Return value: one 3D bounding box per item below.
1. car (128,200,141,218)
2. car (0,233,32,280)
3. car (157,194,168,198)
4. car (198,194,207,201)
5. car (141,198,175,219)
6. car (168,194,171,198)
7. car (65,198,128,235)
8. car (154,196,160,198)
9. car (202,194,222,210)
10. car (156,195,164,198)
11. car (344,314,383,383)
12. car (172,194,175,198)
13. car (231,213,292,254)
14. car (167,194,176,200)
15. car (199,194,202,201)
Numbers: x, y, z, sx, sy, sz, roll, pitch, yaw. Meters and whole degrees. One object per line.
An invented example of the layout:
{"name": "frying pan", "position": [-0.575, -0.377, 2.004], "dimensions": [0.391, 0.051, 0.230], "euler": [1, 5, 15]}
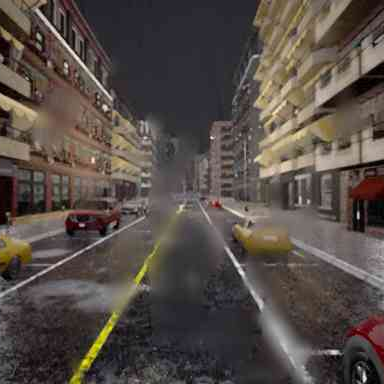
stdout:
{"name": "car", "position": [-5.307, 1.488, 29.661], "dimensions": [2.008, 1.369, 4.403], "euler": [1, 0, 0]}
{"name": "car", "position": [-5.306, 1.510, 7.295], "dimensions": [1.752, 1.417, 4.829], "euler": [1, 0, 0]}
{"name": "car", "position": [-5.307, 1.439, 51.857], "dimensions": [2.008, 1.369, 4.403], "euler": [1, 0, 0]}
{"name": "car", "position": [2.575, 1.265, 79.624], "dimensions": [1.967, 1.590, 4.097], "euler": [1, 0, 0]}
{"name": "car", "position": [-2.750, 1.488, 28.357], "dimensions": [2.033, 1.411, 5.357], "euler": [0, 0, 0]}
{"name": "car", "position": [-5.304, 1.191, 57.406], "dimensions": [2.192, 1.841, 5.009], "euler": [1, 0, 0]}
{"name": "car", "position": [-5.304, 1.276, 18.563], "dimensions": [2.192, 1.841, 5.009], "euler": [1, 0, 0]}
{"name": "car", "position": [-5.307, 1.495, 40.759], "dimensions": [1.802, 1.307, 4.206], "euler": [1, 0, 0]}
{"name": "car", "position": [2.575, 1.354, 40.780], "dimensions": [1.967, 1.590, 4.097], "euler": [1, 0, 0]}
{"name": "car", "position": [-5.307, 1.483, 46.308], "dimensions": [1.802, 1.307, 4.206], "euler": [1, 0, 0]}
{"name": "car", "position": [2.575, 1.436, 1.937], "dimensions": [1.967, 1.590, 4.097], "euler": [1, 0, 0]}
{"name": "car", "position": [-5.312, 1.406, 79.602], "dimensions": [1.802, 1.307, 4.206], "euler": [1, 0, 0]}
{"name": "car", "position": [2.574, 1.498, 13.205], "dimensions": [1.752, 1.417, 4.829], "euler": [1, 0, 0]}
{"name": "car", "position": [-5.314, 1.251, 85.151], "dimensions": [1.967, 1.590, 4.097], "euler": [1, 0, 0]}
{"name": "car", "position": [2.573, 1.419, 74.075], "dimensions": [1.802, 1.307, 4.206], "euler": [1, 0, 0]}
